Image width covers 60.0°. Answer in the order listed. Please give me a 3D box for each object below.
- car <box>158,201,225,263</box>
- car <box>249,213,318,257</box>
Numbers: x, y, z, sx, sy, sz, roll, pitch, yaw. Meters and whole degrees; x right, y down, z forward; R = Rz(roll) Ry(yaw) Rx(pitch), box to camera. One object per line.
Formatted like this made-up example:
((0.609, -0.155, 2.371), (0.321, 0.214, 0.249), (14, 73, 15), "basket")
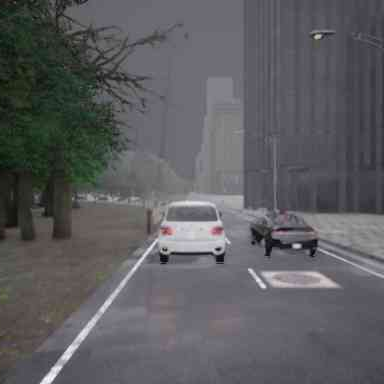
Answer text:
((0.006, 1.338, 12.604), (2.150, 2.045, 5.566), (0, 0, 0), "car")
((3.514, 1.614, 13.528), (2.128, 1.511, 4.902), (0, 0, 0), "car")
